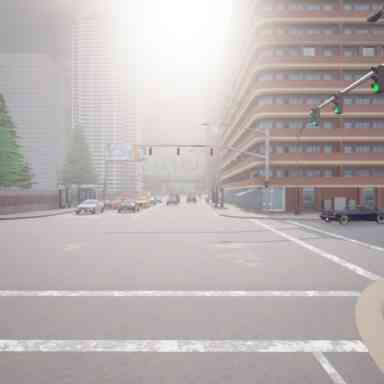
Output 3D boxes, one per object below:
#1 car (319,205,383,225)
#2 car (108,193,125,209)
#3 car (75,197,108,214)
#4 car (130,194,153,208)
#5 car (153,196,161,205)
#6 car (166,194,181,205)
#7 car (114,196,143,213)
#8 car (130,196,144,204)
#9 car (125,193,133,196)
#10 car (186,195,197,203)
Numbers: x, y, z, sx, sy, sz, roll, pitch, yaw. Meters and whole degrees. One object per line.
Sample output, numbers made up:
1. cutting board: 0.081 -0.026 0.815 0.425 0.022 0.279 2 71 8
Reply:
1. car: 11.393 1.545 23.237 4.718 1.301 1.895 0 0 -13
2. car: -10.654 1.352 43.923 2.097 1.767 4.553 0 0 0
3. car: -10.644 1.526 34.976 1.812 1.442 4.674 0 0 2
4. car: -7.157 1.477 47.151 1.882 1.535 5.008 0 0 0
5. car: -7.154 1.492 57.237 2.128 1.511 4.902 0 0 0
6. car: -3.473 1.547 58.234 2.033 1.411 5.357 0 0 0
7. car: -7.133 1.526 37.812 1.812 1.442 4.674 0 0 0
8. car: -10.622 1.506 64.536 1.837 1.490 4.892 0 0 0
9. car: -10.662 1.221 54.267 2.150 2.045 5.566 0 0 0
10. car: -0.089 1.350 69.723 2.097 1.767 4.553 0 0 0
